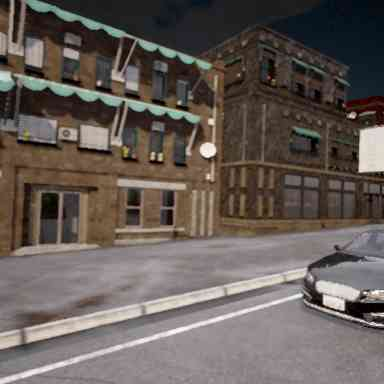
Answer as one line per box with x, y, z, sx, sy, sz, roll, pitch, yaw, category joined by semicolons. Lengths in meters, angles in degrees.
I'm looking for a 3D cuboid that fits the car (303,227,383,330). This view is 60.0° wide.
4.249;1.498;6.719;4.902;1.511;2.128;0;0;-36;car
